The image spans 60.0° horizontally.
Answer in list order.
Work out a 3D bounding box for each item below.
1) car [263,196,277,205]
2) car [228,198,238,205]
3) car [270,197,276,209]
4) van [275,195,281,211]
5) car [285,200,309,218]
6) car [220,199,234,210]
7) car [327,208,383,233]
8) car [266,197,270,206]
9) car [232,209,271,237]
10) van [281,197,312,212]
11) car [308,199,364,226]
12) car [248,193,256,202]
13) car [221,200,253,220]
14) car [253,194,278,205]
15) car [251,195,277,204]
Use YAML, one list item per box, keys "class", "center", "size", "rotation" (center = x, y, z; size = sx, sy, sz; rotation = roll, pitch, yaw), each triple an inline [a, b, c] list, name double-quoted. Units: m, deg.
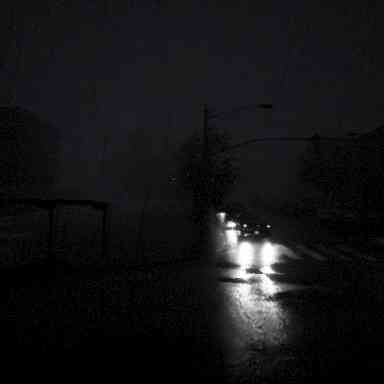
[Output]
- class: "car"
  center: [14.038, 1.855, 51.986]
  size: [4.674, 1.452, 2.002]
  rotation: [2, 1, -18]
- class: "car"
  center: [10.218, 2.428, 82.688]
  size: [1.895, 1.301, 4.718]
  rotation: [0, -6, 16]
- class: "car"
  center: [13.983, 1.899, 45.995]
  size: [5.366, 1.575, 1.946]
  rotation: [2, 1, -18]
- class: "van"
  center: [13.579, 1.708, 42.874]
  size: [4.442, 1.987, 1.878]
  rotation: [2, 1, -17]
- class: "car"
  center: [13.427, 2.019, 36.873]
  size: [4.892, 1.521, 2.231]
  rotation: [2, 1, -18]
- class: "car"
  center: [4.690, 1.738, 43.359]
  size: [1.882, 1.535, 5.008]
  rotation: [1, 1, 2]
- class: "car"
  center: [12.944, 2.221, 24.798]
  size: [4.674, 1.452, 2.002]
  rotation: [2, 1, -18]
- class: "car"
  center: [13.932, 1.896, 48.960]
  size: [4.674, 1.452, 2.002]
  rotation: [2, 1, -18]
- class: "car"
  center: [4.051, 2.145, 22.562]
  size: [1.895, 1.301, 4.718]
  rotation: [1, 1, 2]
- class: "van"
  center: [13.457, 1.749, 39.848]
  size: [4.442, 1.987, 1.878]
  rotation: [2, 1, -18]
- class: "car"
  center: [13.095, 1.890, 27.824]
  size: [5.566, 2.045, 2.435]
  rotation: [2, 1, -18]
- class: "car"
  center: [14.422, 1.399, 64.044]
  size: [5.566, 2.045, 2.435]
  rotation: [2, 1, -19]
- class: "car"
  center: [4.370, 1.892, 33.024]
  size: [2.128, 1.511, 4.902]
  rotation: [1, 1, 2]
- class: "car"
  center: [14.527, 1.695, 61.093]
  size: [5.366, 1.575, 1.946]
  rotation: [2, 1, -18]
- class: "car"
  center: [14.490, 1.483, 67.095]
  size: [4.553, 1.767, 2.185]
  rotation: [2, 0, -19]
